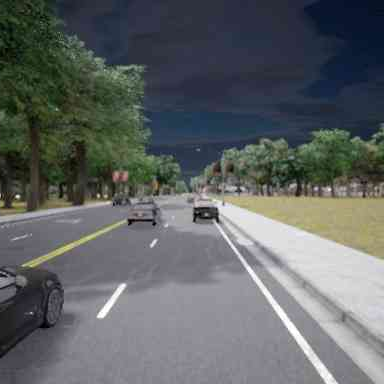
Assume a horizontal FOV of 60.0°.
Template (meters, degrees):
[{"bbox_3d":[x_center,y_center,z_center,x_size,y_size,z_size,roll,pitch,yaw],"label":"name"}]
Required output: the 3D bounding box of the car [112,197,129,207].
[{"bbox_3d":[-9.821,1.349,46.630,1.994,1.385,4.181,0,0,0],"label":"car"}]

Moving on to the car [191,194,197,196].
[{"bbox_3d":[0.980,1.287,34.970,1.801,1.575,5.366,0,0,0],"label":"car"}]

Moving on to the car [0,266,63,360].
[{"bbox_3d":[-3.148,1.504,3.891,1.812,1.442,4.674,0,0,0],"label":"car"}]

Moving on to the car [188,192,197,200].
[{"bbox_3d":[0.013,0.910,79.696,2.097,1.767,4.553,0,0,0],"label":"car"}]

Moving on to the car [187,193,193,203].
[{"bbox_3d":[0.010,1.294,59.918,2.033,1.411,5.357,0,0,0],"label":"car"}]

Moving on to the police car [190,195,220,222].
[{"bbox_3d":[0.979,1.302,24.889,1.930,1.638,5.238,0,0,0],"label":"police car"}]

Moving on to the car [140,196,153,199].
[{"bbox_3d":[-6.571,1.273,47.347,2.128,1.511,4.902,0,0,0],"label":"car"}]

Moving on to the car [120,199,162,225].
[{"bbox_3d":[-3.148,1.434,22.752,2.033,1.411,5.357,0,0,0],"label":"car"}]
